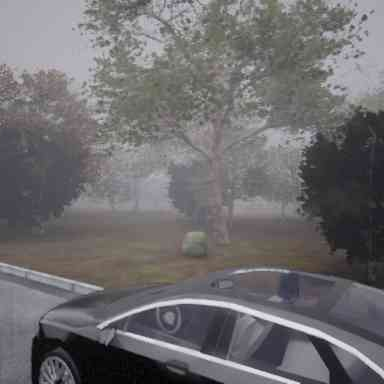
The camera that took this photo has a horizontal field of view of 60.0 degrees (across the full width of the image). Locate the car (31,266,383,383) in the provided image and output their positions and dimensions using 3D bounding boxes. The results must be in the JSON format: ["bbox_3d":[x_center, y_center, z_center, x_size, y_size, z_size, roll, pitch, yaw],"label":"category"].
[{"bbox_3d":[0.435,1.492,3.068,4.902,1.511,2.128,0,0,36],"label":"car"}]
